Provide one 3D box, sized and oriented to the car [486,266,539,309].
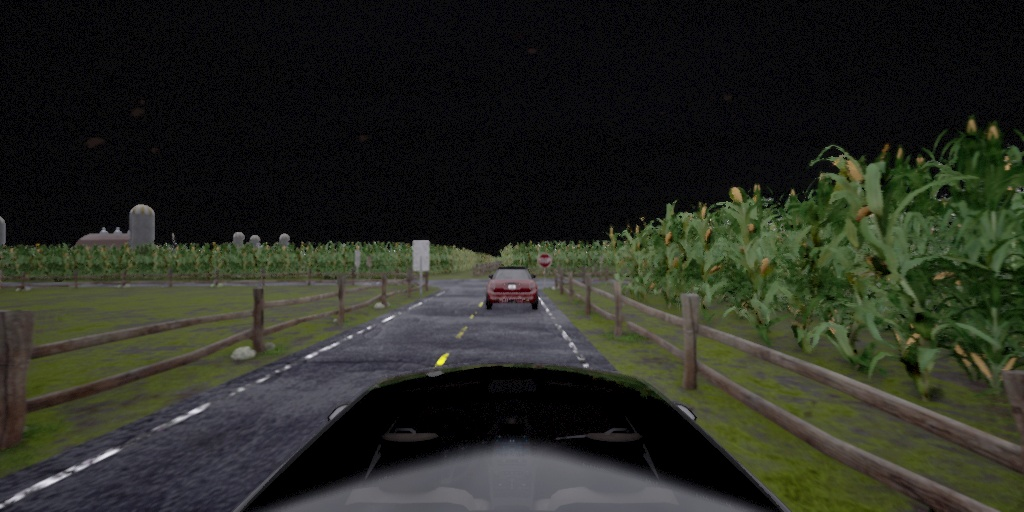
[{"bbox_3d":[0.009,1.235,15.932,2.097,1.767,4.553,0,-1,0],"label":"car"}]
